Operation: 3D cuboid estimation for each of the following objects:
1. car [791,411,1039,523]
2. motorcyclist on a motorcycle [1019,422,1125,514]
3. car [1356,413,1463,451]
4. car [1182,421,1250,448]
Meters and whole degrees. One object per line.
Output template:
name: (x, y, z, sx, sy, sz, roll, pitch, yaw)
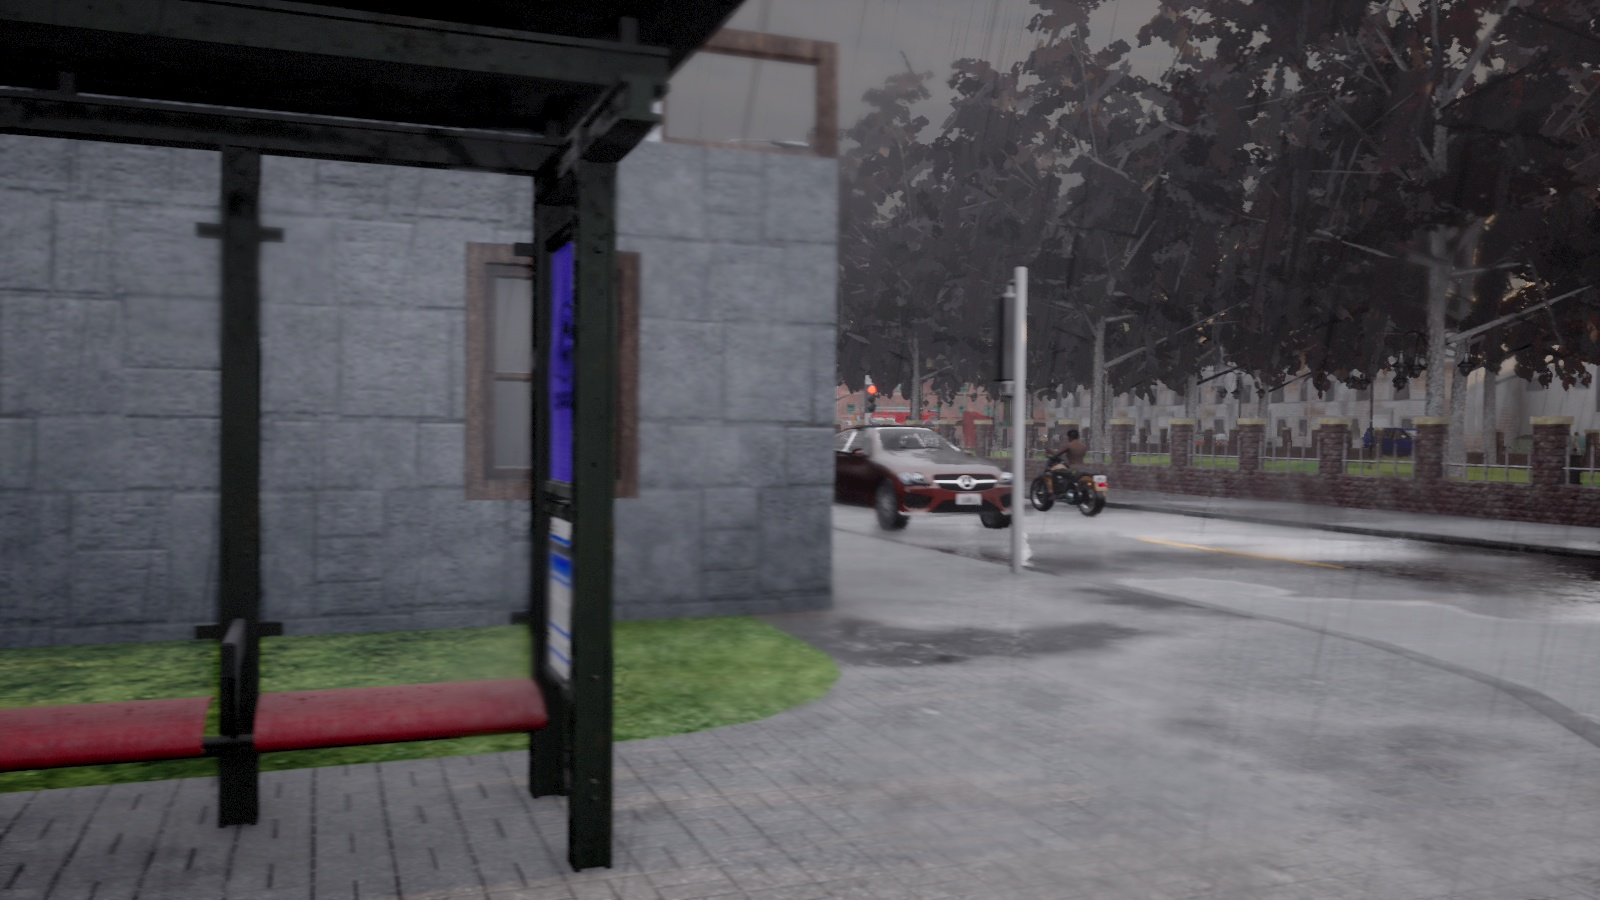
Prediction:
car: (1.756, 0.212, 21.265, 2.152, 1.651, 5.027, -1, 1, -21)
motorcyclist on a motorcycle: (5.111, 0.307, 23.753, 0.766, 1.649, 2.350, -1, 1, -21)
car: (35.050, -1.040, 72.406, 2.150, 2.045, 5.566, -1, 1, -21)
car: (29.096, -1.090, 88.012, 2.097, 1.767, 4.553, -1, 1, -21)
